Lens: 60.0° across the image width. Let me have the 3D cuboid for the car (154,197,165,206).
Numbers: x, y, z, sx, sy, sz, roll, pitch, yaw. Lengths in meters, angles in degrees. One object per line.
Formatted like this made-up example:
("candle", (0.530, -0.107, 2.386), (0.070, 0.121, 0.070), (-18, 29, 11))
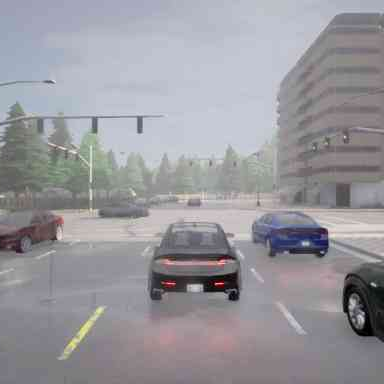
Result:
("car", (-6.356, 1.525, 56.307), (1.812, 1.442, 4.674), (0, 0, 8))

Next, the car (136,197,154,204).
("car", (-6.975, 1.526, 46.403), (1.812, 1.442, 4.674), (0, 0, 2))

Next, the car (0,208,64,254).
("car", (-6.957, 1.477, 13.672), (1.882, 1.535, 5.008), (0, 0, 0))

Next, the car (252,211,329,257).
("car", (3.588, 1.478, 12.970), (1.882, 1.535, 5.008), (0, 0, 0))

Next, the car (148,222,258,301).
("car", (0.068, 1.492, 8.325), (2.128, 1.511, 4.902), (0, 0, 0))

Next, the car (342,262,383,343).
("car", (3.601, 1.352, 3.818), (2.097, 1.767, 4.553), (0, 0, 0))

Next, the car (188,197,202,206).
("car", (0.515, 1.564, 54.603), (1.994, 1.385, 4.181), (0, 0, 5))

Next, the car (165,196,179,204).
("car", (-4.211, 1.505, 66.276), (1.837, 1.490, 4.892), (0, 0, 20))

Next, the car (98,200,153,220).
("car", (-5.752, 1.586, 28.216), (4.181, 1.385, 1.994), (0, 0, 0))
